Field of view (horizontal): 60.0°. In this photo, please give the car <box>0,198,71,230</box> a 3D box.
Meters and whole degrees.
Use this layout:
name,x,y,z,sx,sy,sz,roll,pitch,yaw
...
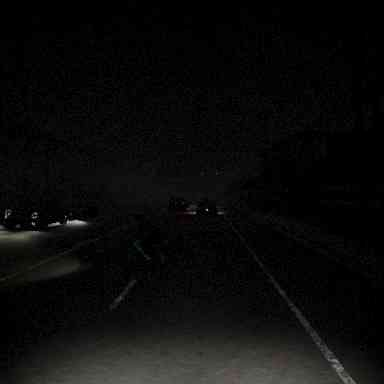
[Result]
name,x,y,z,sx,sy,sz,roll,pitch,yaw
car,-9.766,1.351,21.067,2.097,1.767,4.553,0,0,2

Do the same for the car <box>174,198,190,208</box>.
name,x,y,z,sx,sy,sz,roll,pitch,yaw
car,-1.412,1.564,48.680,1.994,1.385,4.181,0,0,3

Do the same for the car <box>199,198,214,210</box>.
name,x,y,z,sx,sy,sz,roll,pitch,yaw
car,1.908,1.505,43.209,1.837,1.490,4.892,0,0,3

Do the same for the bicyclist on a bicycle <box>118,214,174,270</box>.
name,x,y,z,sx,sy,sz,roll,pitch,yaw
bicyclist on a bicycle,-1.341,1.455,9.607,1.656,1.620,0.582,-2,0,2

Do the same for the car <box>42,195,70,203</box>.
name,x,y,z,sx,sy,sz,roll,pitch,yaw
car,-27.861,1.452,68.365,2.038,1.542,4.974,0,0,31

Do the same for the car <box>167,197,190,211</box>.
name,x,y,z,sx,sy,sz,roll,pitch,yaw
car,-1.754,1.352,40.024,2.097,1.767,4.553,0,0,3

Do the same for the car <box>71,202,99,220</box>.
name,x,y,z,sx,sy,sz,roll,pitch,yaw
car,-9.366,1.566,27.973,1.994,1.385,4.181,0,0,2

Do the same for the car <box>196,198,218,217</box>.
name,x,y,z,sx,sy,sz,roll,pitch,yaw
car,1.427,1.560,31.896,1.994,1.385,4.181,0,0,2
